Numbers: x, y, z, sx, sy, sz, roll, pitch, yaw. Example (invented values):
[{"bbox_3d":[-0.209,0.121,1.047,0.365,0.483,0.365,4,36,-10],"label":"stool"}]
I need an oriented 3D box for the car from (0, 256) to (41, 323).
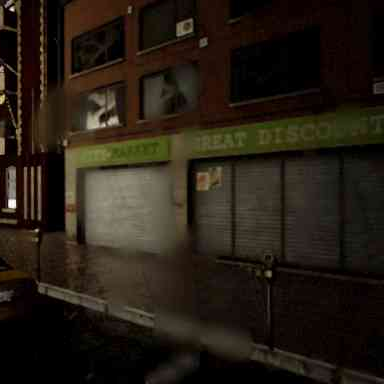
[{"bbox_3d":[-4.773,1.548,6.282,4.829,1.417,1.752,0,0,36],"label":"car"}]
